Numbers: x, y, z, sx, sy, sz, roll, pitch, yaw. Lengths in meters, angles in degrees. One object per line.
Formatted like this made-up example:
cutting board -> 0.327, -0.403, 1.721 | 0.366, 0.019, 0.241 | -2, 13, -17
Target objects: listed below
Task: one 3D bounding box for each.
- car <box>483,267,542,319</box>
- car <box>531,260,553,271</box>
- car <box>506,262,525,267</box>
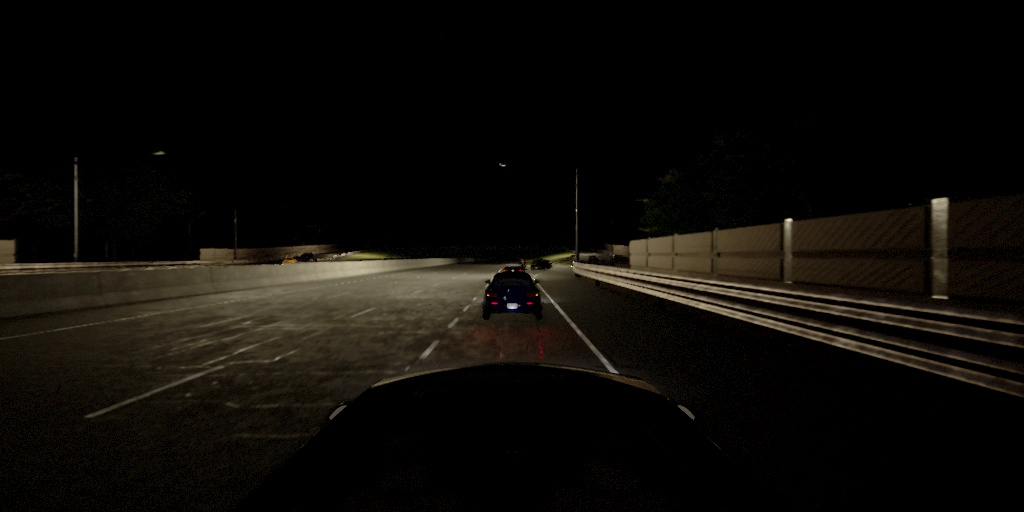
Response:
car -> 0.016, 1.267, 12.594 | 1.812, 1.442, 4.674 | 0, 0, 0
car -> 4.031, 1.210, 47.896 | 1.837, 1.490, 4.892 | -1, 0, 23
car -> 0.294, 1.269, 32.421 | 2.033, 1.411, 5.357 | 0, 0, 5
